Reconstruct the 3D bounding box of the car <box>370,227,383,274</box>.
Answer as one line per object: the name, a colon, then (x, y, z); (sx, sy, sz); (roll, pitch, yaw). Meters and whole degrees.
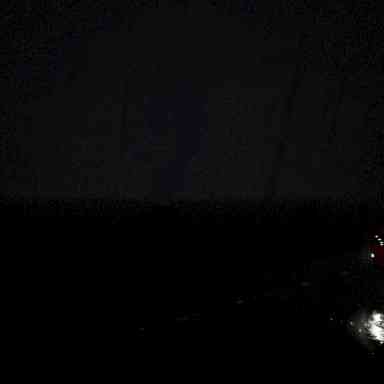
car: (7.235, 1.197, 9.373); (5.566, 2.045, 2.150); (0, 0, -37)
